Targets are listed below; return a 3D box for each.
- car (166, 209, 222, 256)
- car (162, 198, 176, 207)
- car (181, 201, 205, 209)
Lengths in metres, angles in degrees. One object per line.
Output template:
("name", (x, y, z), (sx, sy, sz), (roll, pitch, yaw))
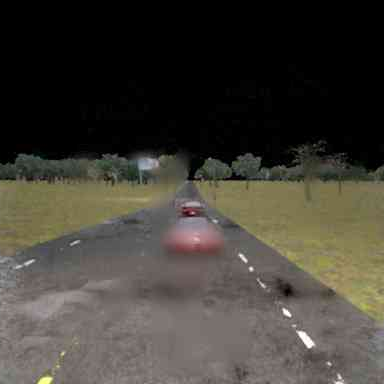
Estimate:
("car", (0.079, 1.593, 13.196), (1.994, 1.385, 4.181), (0, 0, 0))
("car", (-3.541, 1.596, 51.709), (2.033, 1.411, 5.357), (0, 0, 0))
("car", (0.092, 1.525, 29.142), (1.882, 1.535, 5.008), (0, 0, 0))
